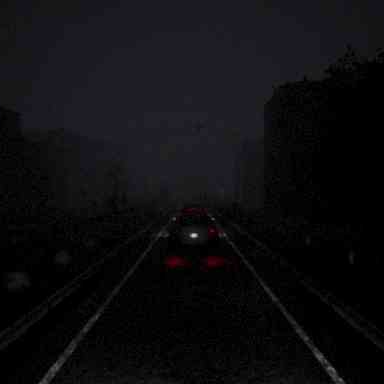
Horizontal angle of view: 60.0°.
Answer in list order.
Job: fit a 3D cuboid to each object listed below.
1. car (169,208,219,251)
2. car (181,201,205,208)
[{"bbox_3d":[0.080,1.603,14.389,1.994,1.385,4.181,0,0,0],"label":"car"},{"bbox_3d":[0.089,1.588,29.305,1.837,1.490,4.892,0,0,0],"label":"car"}]
